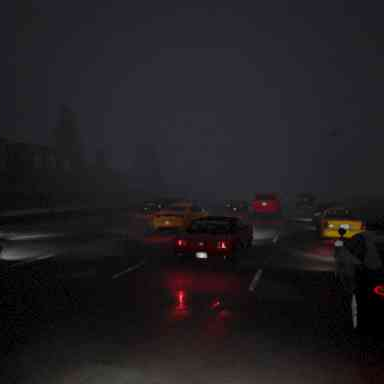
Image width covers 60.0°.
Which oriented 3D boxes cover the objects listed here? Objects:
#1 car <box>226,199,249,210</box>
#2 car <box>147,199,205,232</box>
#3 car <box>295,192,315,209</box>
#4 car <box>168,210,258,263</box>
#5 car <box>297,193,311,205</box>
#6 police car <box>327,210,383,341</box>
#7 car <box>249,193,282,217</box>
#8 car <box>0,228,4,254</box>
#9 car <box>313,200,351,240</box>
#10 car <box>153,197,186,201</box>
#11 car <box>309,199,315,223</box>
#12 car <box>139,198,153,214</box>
[{"bbox_3d":[5.025,1.419,35.787,1.895,1.301,4.718,0,0,18],"label":"car"},{"bbox_3d":[-0.454,1.370,18.772,1.882,1.535,5.008,0,0,18],"label":"car"},{"bbox_3d":[13.983,1.045,41.087,2.150,2.045,5.566,0,0,18],"label":"car"},{"bbox_3d":[0.980,1.537,11.808,1.895,1.301,4.718,0,0,18],"label":"car"},{"bbox_3d":[18.391,1.115,54.783,2.097,1.767,4.553,0,0,18],"label":"car"},{"bbox_3d":[3.923,1.404,6.428,1.930,1.638,5.238,0,0,18],"label":"police car"},{"bbox_3d":[6.778,1.080,29.771,2.150,2.045,5.566,0,0,18],"label":"car"},{"bbox_3d":[-7.528,1.471,8.228,2.033,1.411,5.357,0,0,18],"label":"car"},{"bbox_3d":[7.012,1.392,16.023,1.801,1.575,5.366,0,0,18],"label":"car"},{"bbox_3d":[-1.175,1.190,27.951,2.097,1.767,4.553,0,0,18],"label":"car"},{"bbox_3d":[8.793,1.418,21.553,1.837,1.490,4.892,0,0,18],"label":"car"},{"bbox_3d":[-3.421,1.295,32.400,2.128,1.511,4.902,0,0,18],"label":"car"}]
